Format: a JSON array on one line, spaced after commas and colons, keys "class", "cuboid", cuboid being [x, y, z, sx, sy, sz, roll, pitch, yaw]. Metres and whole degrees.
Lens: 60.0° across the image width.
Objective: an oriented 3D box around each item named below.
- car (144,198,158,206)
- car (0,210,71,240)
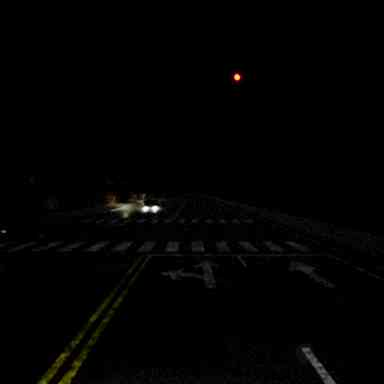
[{"class": "car", "cuboid": [-6.480, 1.544, 52.773, 1.895, 1.301, 4.718, 0, 0, 0]}, {"class": "car", "cuboid": [-8.577, 1.544, 15.628, 5.357, 1.411, 2.033, 0, 0, -32]}]
